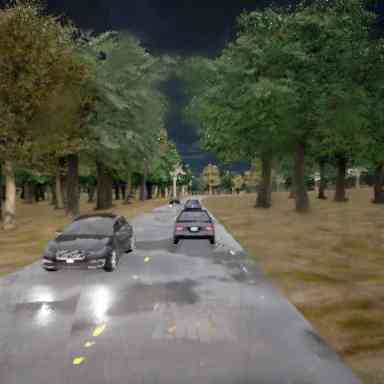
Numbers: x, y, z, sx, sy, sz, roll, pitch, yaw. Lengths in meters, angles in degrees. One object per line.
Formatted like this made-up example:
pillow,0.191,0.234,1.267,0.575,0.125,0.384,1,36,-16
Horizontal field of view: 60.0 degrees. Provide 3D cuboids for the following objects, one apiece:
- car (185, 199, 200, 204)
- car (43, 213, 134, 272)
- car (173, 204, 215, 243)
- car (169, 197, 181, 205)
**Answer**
car,0.101,1.553,39.177,1.994,1.385,4.181,0,0,0
car,-3.099,1.496,10.875,1.837,1.490,4.892,0,0,0
car,0.096,1.536,15.892,2.033,1.411,5.357,0,0,0
car,-2.997,1.535,59.385,2.033,1.411,5.357,0,0,0
